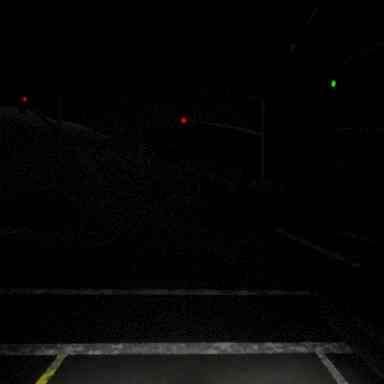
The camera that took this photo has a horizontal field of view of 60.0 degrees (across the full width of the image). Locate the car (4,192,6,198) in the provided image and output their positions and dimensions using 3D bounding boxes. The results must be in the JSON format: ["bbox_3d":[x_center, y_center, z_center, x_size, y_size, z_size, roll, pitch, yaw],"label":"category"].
[{"bbox_3d":[-42.533,0.807,75.444,3.633,1.501,1.845,0,0,-1],"label":"car"}]

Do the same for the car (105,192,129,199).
[{"bbox_3d":[-16.429,0.785,72.468,5.027,1.636,2.152,0,0,-1],"label":"car"}]

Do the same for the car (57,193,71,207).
[{"bbox_3d":[-16.179,1.073,38.212,3.806,1.475,1.970,0,0,-1],"label":"car"}]

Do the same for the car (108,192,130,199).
[{"bbox_3d":[-16.500,0.771,75.604,4.514,1.523,2.007,0,0,-1],"label":"car"}]

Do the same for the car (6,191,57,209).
[{"bbox_3d":[-16.771,0.814,34.882,3.866,1.878,1.905,0,0,-1],"label":"car"}]

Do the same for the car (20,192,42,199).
[{"bbox_3d":[-35.095,0.839,72.507,3.806,1.475,1.970,0,0,-1],"label":"car"}]

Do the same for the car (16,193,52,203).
[{"bbox_3d":[-24.018,0.917,50.585,4.514,1.523,2.007,0,0,-1],"label":"car"}]

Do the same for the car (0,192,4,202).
[{"bbox_3d":[-24.658,0.810,38.123,4.605,1.855,1.932,0,0,-1],"label":"car"}]

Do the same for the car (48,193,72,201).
[{"bbox_3d":[-24.034,0.864,60.578,3.633,1.501,1.845,0,0,-1],"label":"car"}]

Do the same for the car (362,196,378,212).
[{"bbox_3d":[17.233,1.219,34.536,2.242,1.667,4.611,0,0,-1],"label":"car"}]
